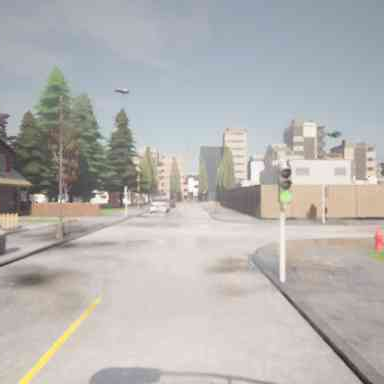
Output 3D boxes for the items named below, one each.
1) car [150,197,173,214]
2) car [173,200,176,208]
[{"bbox_3d":[-4.066,1.683,42.813,2.150,2.045,5.566,0,0,1],"label":"car"},{"bbox_3d":[-3.995,2.134,60.602,1.882,1.535,5.008,0,-1,0],"label":"car"}]
